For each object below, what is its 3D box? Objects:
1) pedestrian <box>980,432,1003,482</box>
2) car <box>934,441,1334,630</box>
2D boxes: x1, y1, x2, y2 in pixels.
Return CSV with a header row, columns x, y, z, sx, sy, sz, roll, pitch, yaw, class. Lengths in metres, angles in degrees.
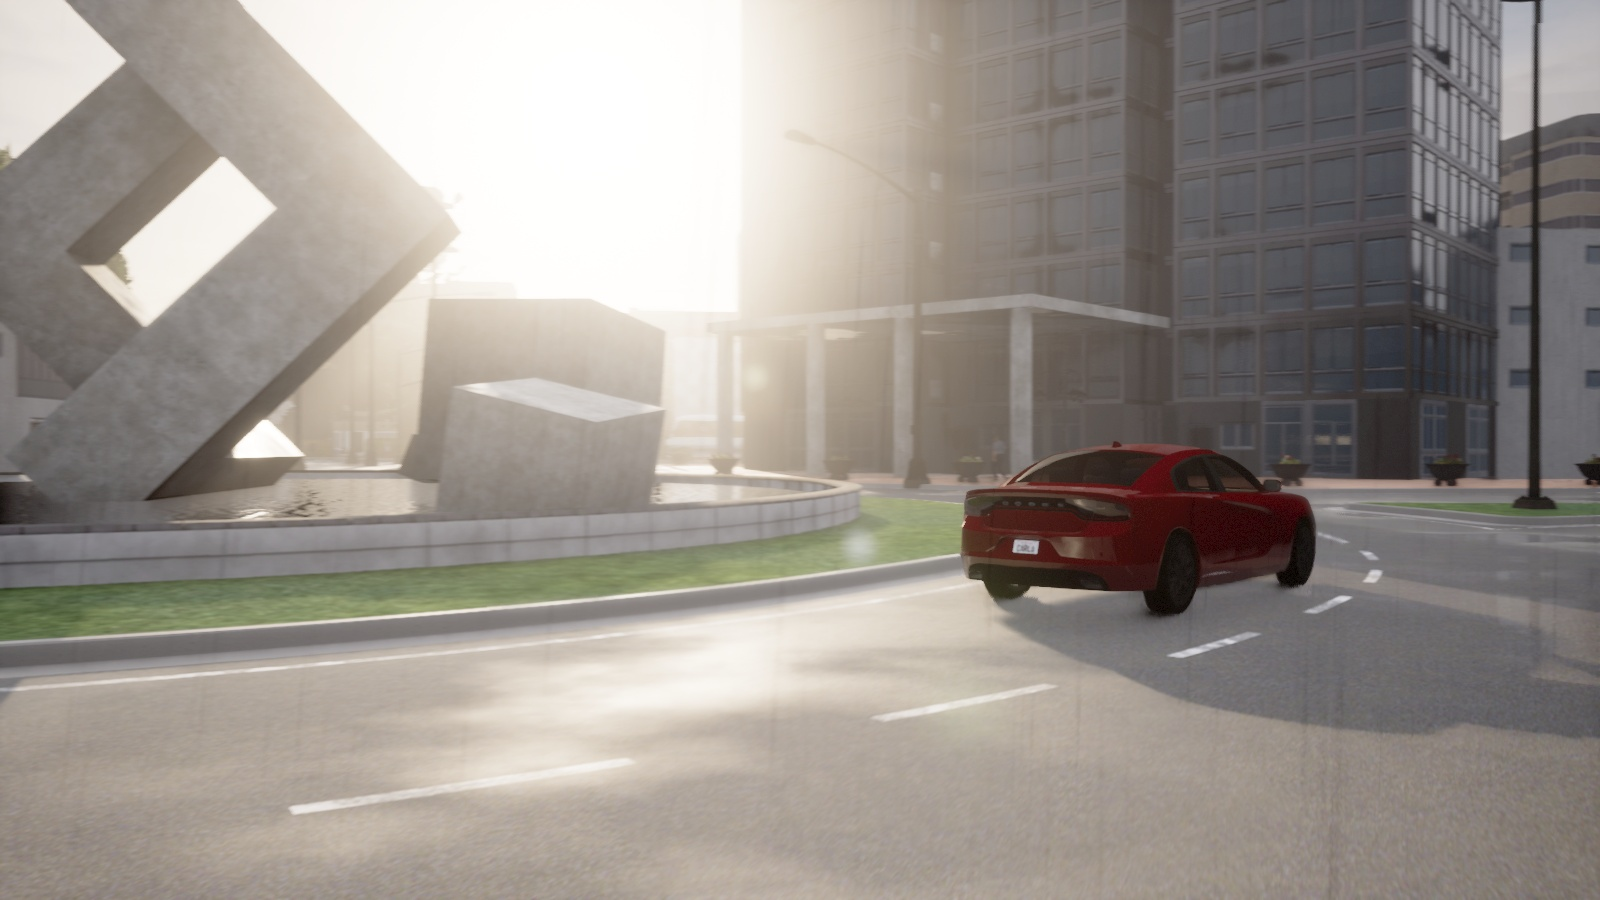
x,y,z,sx,sy,sz,roll,pitch,yaw,class
7.069,0.252,46.357,0.540,1.848,0.694,0,0,-29,pedestrian
3.574,0.686,12.695,1.882,1.535,5.008,0,0,41,car
